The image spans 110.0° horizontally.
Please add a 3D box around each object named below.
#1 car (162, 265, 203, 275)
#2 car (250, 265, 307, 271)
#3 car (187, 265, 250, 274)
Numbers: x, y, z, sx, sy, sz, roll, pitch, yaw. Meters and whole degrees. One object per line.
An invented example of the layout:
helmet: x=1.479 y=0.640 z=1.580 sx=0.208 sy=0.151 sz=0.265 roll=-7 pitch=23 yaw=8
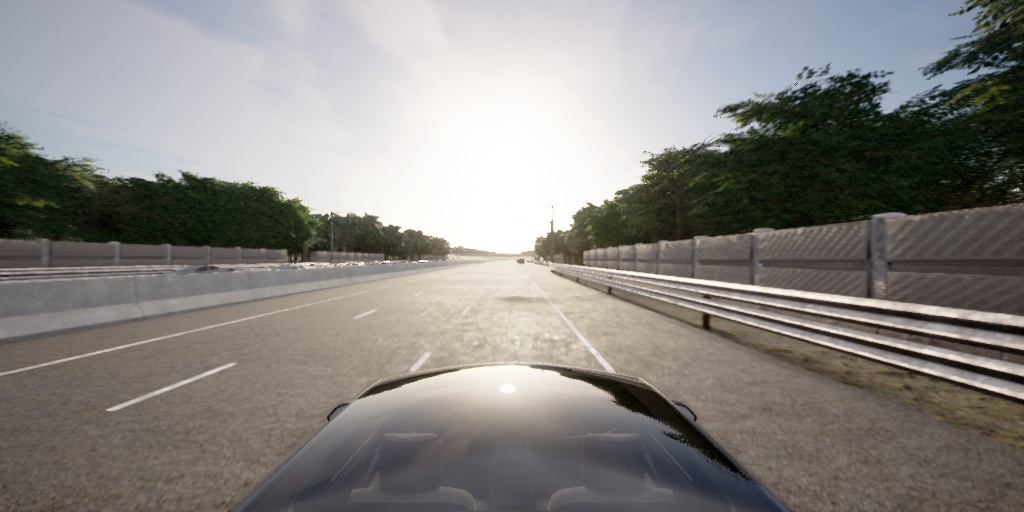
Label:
car: x=-24.583 y=1.451 z=27.988 sx=1.837 sy=1.490 sz=4.892 roll=0 pitch=-1 yaw=0
car: x=-17.588 y=1.450 z=28.046 sx=1.837 sy=1.490 sz=4.892 roll=0 pitch=0 yaw=0
car: x=-21.090 y=1.538 z=26.843 sx=1.895 sy=1.301 sz=4.718 roll=0 pitch=0 yaw=0
